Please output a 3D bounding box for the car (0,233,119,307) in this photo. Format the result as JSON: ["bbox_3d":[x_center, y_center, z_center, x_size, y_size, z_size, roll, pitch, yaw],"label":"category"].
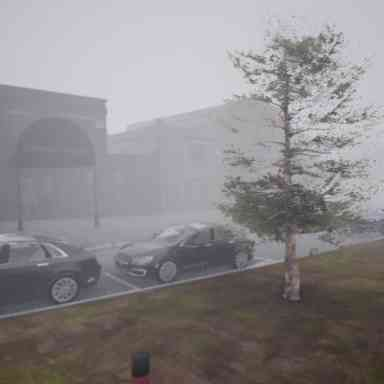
[{"bbox_3d":[-4.424,1.694,7.197,4.892,1.521,2.231,1,2,-37],"label":"car"}]

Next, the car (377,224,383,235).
[{"bbox_3d":[11.901,1.812,21.372,5.008,1.535,2.097,1,-1,-45],"label":"car"}]

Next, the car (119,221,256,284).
[{"bbox_3d":[-0.005,1.724,10.623,4.892,1.521,2.231,1,2,-38],"label":"car"}]
